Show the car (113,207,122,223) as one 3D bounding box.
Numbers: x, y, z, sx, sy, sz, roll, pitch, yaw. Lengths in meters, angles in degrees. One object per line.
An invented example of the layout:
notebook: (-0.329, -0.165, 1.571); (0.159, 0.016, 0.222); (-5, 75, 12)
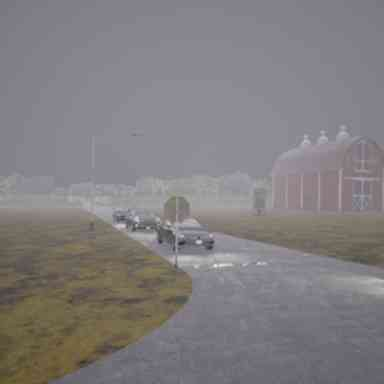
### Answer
car: (-7.297, 2.572, 35.547); (1.895, 1.301, 4.718); (1, -2, -20)

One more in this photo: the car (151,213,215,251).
car: (-0.474, 1.958, 16.475); (1.812, 1.442, 4.674); (1, -2, -20)

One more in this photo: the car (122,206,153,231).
car: (-3.880, 2.054, 25.992); (2.097, 1.767, 4.553); (1, -2, -20)
